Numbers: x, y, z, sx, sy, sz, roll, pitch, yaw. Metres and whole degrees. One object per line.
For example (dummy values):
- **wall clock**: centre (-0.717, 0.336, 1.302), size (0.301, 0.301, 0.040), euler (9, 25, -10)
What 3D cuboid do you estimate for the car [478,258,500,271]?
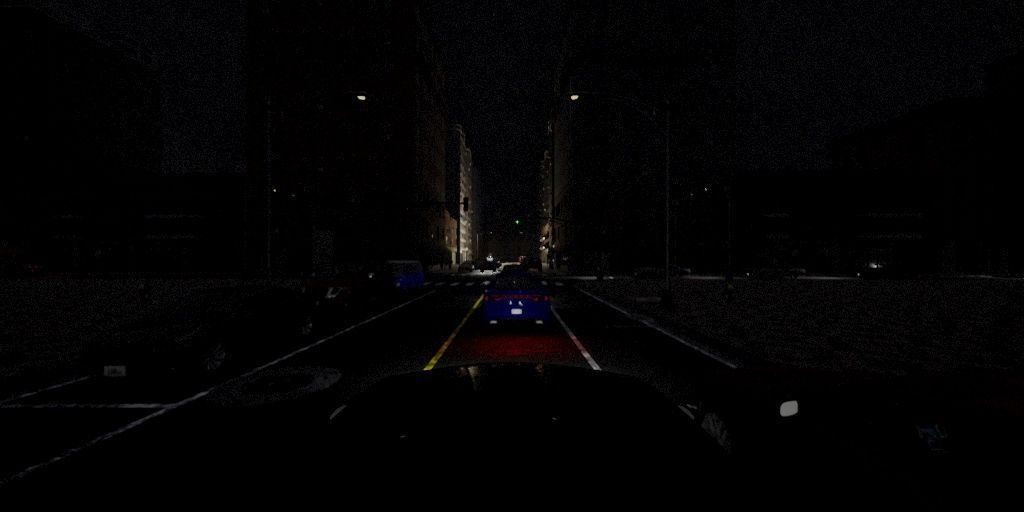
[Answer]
- **car**: centre (-3.010, 1.317, 46.130), size (2.033, 1.411, 5.357), euler (0, 0, 0)

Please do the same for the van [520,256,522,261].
- **van**: centre (2.788, 1.098, 62.687), size (1.690, 1.789, 3.998), euler (0, 0, 0)

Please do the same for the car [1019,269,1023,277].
- **car**: centre (49.405, 1.361, 32.520), size (4.892, 1.490, 1.837), euler (0, 0, 1)

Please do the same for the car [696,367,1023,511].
- **car**: centre (2.668, 1.295, 1.779), size (1.888, 1.381, 4.507), euler (0, 0, 0)

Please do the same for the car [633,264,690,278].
- **car**: centre (13.765, 1.369, 33.227), size (4.718, 1.301, 1.895), euler (0, 0, 1)

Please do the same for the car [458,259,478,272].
- **car**: centre (-5.772, 1.296, 45.590), size (1.751, 1.417, 4.829), euler (0, 0, 0)

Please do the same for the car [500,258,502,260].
- **car**: centre (-2.975, 1.363, 56.043), size (1.895, 1.301, 4.718), euler (0, 0, 0)

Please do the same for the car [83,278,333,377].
- **car**: centre (-5.847, 1.326, 7.461), size (1.948, 1.339, 4.313), euler (0, 0, 0)

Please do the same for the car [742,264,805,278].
- **car**: centre (23.993, 1.374, 33.062), size (4.718, 1.301, 1.895), euler (0, 0, 1)

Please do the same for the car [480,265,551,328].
- **car**: centre (0.118, 1.246, 11.551), size (1.882, 1.535, 5.008), euler (0, 0, 0)

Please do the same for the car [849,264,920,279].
- **car**: centre (34.021, 1.381, 32.876), size (4.718, 1.301, 1.895), euler (0, 0, 1)

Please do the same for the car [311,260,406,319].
- **car**: centre (-5.835, 1.086, 13.101), size (2.192, 1.841, 5.009), euler (0, 0, 0)

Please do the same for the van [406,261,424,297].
- **van**: centre (-5.824, 1.120, 18.742), size (1.690, 1.789, 3.998), euler (0, 0, 0)

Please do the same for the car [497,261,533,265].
- **car**: centre (0.142, 1.287, 23.356), size (1.837, 1.490, 4.892), euler (0, 0, 0)

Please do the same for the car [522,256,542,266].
- **car**: centre (2.755, 1.085, 45.716), size (2.192, 1.841, 5.009), euler (0, 0, 0)

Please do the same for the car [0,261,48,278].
- **car**: centre (-47.490, 1.245, 34.241), size (4.902, 1.511, 2.128), euler (0, 0, 1)

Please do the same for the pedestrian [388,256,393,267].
- **pedestrian**: centre (-12.483, 0.911, 36.724), size (0.375, 1.860, 0.375), euler (0, 0, 1)
